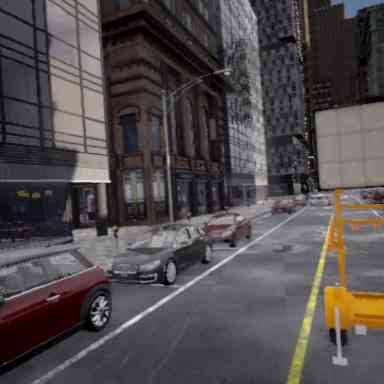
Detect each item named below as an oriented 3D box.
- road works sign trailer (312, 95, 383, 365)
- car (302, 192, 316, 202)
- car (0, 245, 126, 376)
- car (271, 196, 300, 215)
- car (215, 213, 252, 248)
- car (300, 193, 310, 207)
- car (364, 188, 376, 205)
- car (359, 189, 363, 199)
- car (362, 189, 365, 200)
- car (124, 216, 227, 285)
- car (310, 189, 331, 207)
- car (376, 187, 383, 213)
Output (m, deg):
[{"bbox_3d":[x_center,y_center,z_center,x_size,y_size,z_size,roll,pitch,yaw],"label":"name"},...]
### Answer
[{"bbox_3d":[3.243,0.307,5.115,2.380,3.560,2.880,-4,-1,24],"label":"road works sign trailer"},{"bbox_3d":[19.886,0.841,56.384,1.947,1.339,4.313,-4,-1,24],"label":"car"},{"bbox_3d":[-3.043,1.684,4.764,1.967,1.590,4.097,-4,-1,24],"label":"car"},{"bbox_3d":[8.425,1.317,30.573,1.887,1.381,4.507,-4,-1,24],"label":"car"},{"bbox_3d":[1.550,1.637,15.086,1.802,1.307,4.206,-4,-1,24],"label":"car"},{"bbox_3d":[13.012,1.159,40.896,1.802,1.307,4.206,-4,-1,24],"label":"car"},{"bbox_3d":[18.474,0.458,32.278,2.192,1.841,5.009,-4,-1,24],"label":"car"},{"bbox_3d":[25.369,0.426,47.761,1.802,1.307,4.206,-4,-1,24],"label":"car"},{"bbox_3d":[20.775,0.484,37.439,1.967,1.590,4.097,-4,-1,24],"label":"car"},{"bbox_3d":[-0.744,1.700,9.924,2.008,1.369,4.403,-4,-1,24],"label":"car"},{"bbox_3d":[15.602,0.628,40.336,2.150,2.045,5.566,-4,-1,24],"label":"car"},{"bbox_3d":[13.890,0.650,21.954,2.192,1.841,5.009,-4,-1,24],"label":"car"}]
